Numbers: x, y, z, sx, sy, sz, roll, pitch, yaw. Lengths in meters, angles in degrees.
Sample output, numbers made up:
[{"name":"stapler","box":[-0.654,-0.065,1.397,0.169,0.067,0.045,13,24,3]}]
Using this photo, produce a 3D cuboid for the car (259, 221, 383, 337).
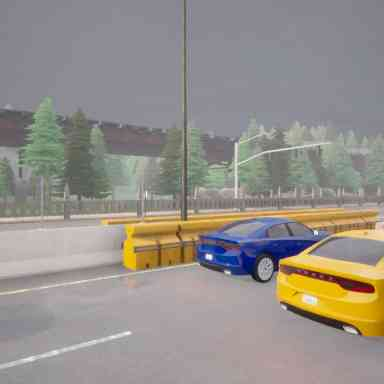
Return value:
[{"name":"car","box":[3.799,1.478,6.464,5.008,1.535,1.882,0,0,-35]}]

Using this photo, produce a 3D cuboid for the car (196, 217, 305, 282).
[{"name":"car","box":[2.438,1.478,9.793,5.008,1.535,1.882,0,0,-36]}]
